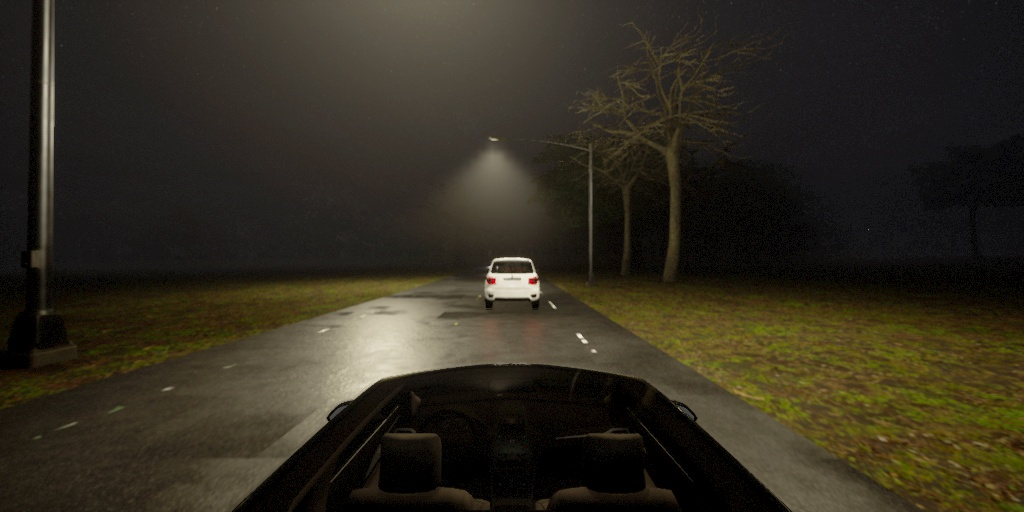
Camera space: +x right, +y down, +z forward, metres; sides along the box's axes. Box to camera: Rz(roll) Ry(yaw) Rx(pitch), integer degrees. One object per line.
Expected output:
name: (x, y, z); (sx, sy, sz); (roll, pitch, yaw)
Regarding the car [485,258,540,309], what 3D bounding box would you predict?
car: (0.013, 1.106, 15.863); (2.150, 2.045, 5.566); (0, 0, 0)
